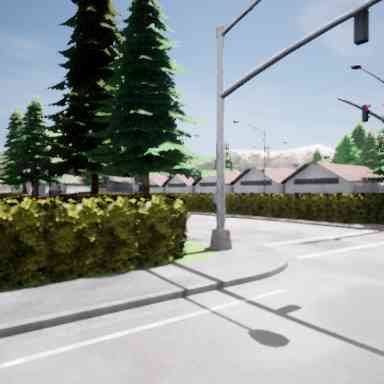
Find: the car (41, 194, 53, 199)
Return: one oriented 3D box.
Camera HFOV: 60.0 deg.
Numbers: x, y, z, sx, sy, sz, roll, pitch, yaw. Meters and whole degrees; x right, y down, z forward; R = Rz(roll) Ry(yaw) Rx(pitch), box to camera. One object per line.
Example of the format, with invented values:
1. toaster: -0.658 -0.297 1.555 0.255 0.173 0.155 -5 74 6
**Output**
1. car: -30.902 1.168 71.100 2.097 1.767 4.553 0 0 -36
